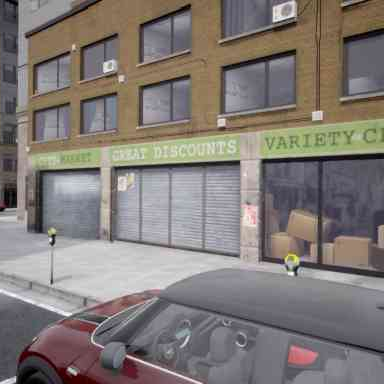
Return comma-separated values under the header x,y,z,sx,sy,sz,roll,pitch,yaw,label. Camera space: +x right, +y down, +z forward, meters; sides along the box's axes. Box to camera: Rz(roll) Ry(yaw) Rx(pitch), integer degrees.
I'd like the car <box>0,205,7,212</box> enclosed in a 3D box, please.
x,y,z,sx,sy,sz,roll,pitch,yaw,label
-19.429,1.458,29.774,1.895,1.301,4.718,1,1,34,car

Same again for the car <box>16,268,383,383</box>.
x,y,z,sx,sy,sz,roll,pitch,yaw,label
0.240,1.440,2.894,4.097,1.590,1.967,0,1,35,car
